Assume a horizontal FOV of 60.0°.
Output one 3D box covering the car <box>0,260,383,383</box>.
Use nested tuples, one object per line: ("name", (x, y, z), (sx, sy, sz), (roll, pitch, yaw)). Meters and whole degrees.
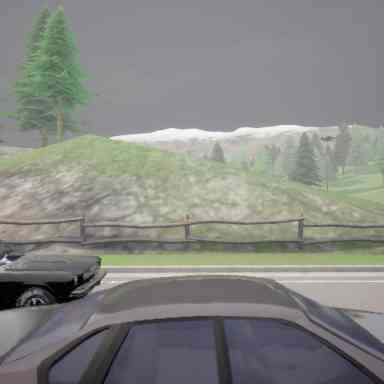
("car", (0.336, 1.547, 2.968), (5.357, 1.411, 2.033), (0, 0, -1))

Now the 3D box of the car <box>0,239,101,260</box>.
("car", (-4.148, 1.601, 6.411), (4.718, 1.301, 1.895), (0, 0, -1))
